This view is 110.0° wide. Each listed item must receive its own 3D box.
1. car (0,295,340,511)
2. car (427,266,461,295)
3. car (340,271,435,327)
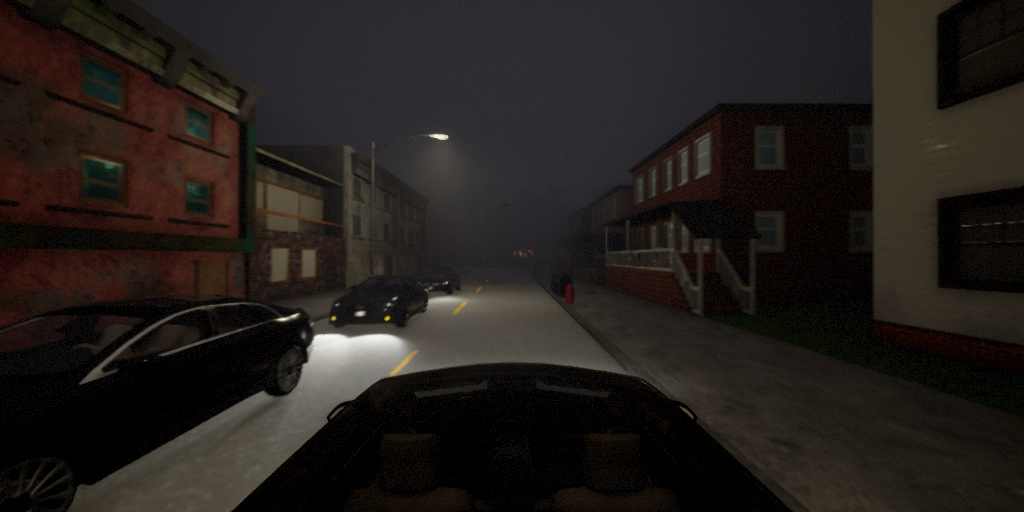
[{"bbox_3d":[-4.098,1.243,3.799,2.128,1.511,4.902,0,0,0],"label":"car"},{"bbox_3d":[-4.021,1.326,20.188,1.812,1.442,4.674,0,0,0],"label":"car"},{"bbox_3d":[-4.000,1.339,11.451,1.994,1.385,4.181,0,0,0],"label":"car"}]
